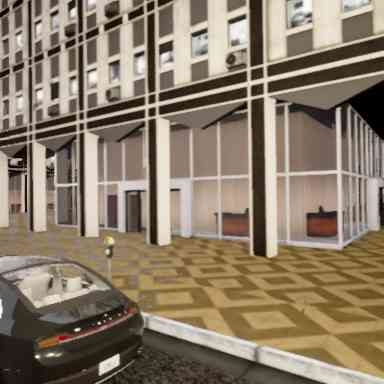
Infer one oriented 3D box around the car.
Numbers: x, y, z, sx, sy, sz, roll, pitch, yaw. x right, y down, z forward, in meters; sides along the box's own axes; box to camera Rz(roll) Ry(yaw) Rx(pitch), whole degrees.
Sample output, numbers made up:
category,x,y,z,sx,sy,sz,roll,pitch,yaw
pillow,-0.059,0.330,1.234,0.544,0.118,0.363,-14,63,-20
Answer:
category,x,y,z,sx,sy,sz,roll,pitch,yaw
car,-2.647,1.595,4.769,4.403,1.369,2.008,-1,-1,36
